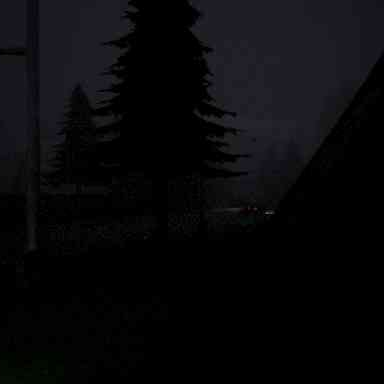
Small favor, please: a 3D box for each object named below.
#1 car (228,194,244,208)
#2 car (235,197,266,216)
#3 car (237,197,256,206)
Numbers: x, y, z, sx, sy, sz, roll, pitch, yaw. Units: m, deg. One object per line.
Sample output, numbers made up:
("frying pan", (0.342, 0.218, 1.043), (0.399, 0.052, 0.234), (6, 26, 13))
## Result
("car", (6.543, 1.254, 48.615), (2.150, 2.045, 5.566), (0, 0, 9))
("car", (6.128, 1.565, 33.182), (2.033, 1.411, 5.357), (0, 0, 20))
("car", (9.537, 1.599, 58.559), (1.994, 1.385, 4.181), (0, 0, -12))
